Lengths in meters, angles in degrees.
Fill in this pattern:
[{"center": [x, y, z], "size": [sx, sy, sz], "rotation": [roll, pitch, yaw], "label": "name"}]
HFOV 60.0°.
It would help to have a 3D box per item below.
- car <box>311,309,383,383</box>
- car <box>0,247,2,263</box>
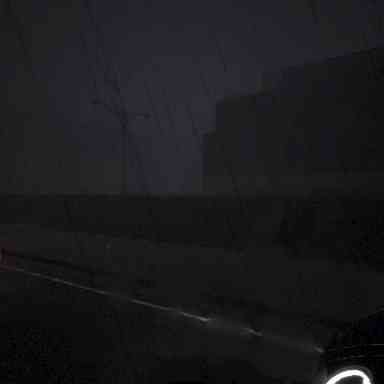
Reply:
[{"center": [3.020, 1.352, 1.835], "size": [4.553, 1.767, 2.097], "rotation": [0, 0, 36], "label": "car"}, {"center": [-7.226, 1.601, 9.104], "size": [4.718, 1.301, 1.895], "rotation": [0, 0, 36], "label": "car"}]
